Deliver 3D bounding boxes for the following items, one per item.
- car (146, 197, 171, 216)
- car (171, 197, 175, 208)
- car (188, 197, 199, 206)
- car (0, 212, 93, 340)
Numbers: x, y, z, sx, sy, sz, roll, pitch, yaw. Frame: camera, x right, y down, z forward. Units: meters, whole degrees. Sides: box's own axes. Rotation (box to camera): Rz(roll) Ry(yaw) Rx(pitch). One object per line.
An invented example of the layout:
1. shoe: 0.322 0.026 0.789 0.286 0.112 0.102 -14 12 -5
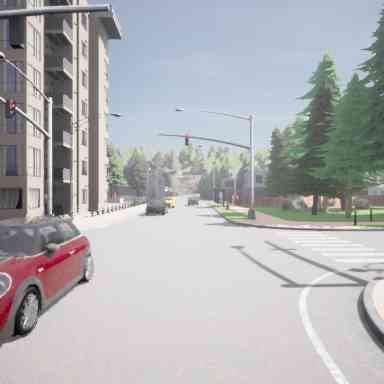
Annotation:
1. car: -3.490 1.493 33.545 1.882 1.535 5.008 0 0 0
2. car: -3.429 1.500 47.594 1.882 1.535 5.008 0 0 0
3. car: 0.184 1.574 55.726 2.033 1.411 5.357 0 0 0
4. car: -3.581 1.357 6.640 2.097 1.767 4.553 0 0 0
